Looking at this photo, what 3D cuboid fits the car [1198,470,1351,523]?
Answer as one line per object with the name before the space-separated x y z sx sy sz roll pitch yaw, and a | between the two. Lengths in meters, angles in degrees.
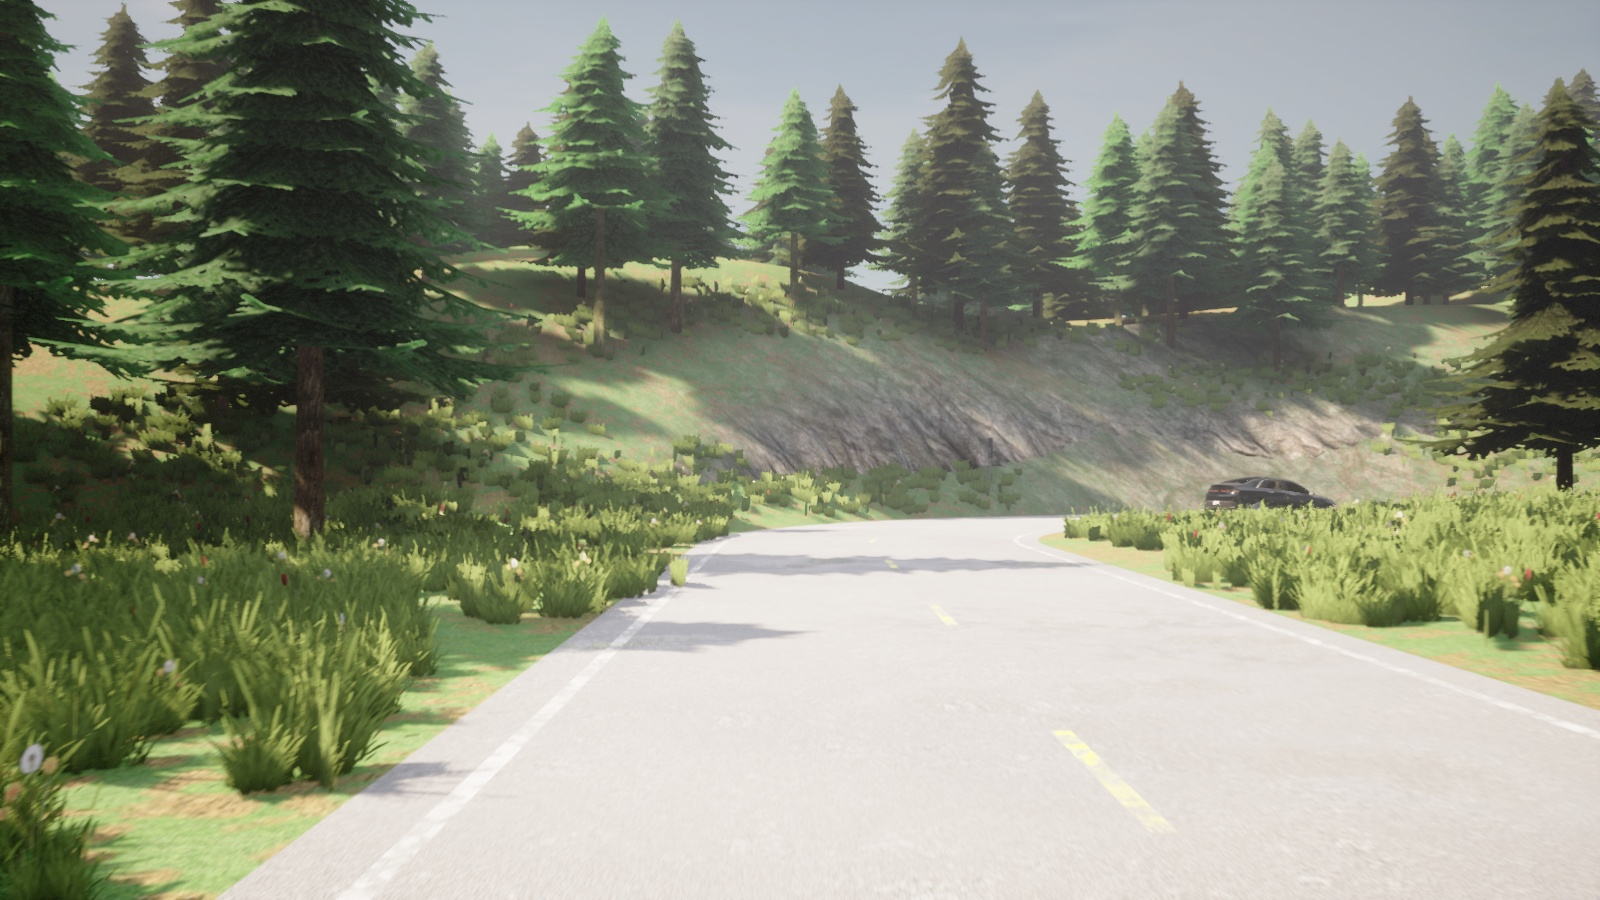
car | 16.210 1.593 42.875 4.892 1.490 1.837 5 -3 -22
